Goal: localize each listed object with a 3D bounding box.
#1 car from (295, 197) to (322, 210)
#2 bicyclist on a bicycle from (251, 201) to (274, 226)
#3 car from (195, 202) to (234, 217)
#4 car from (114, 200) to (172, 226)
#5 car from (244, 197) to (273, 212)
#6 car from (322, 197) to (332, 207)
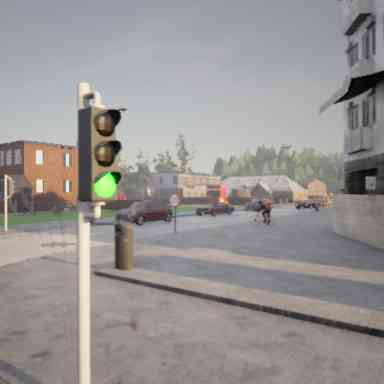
[{"bbox_3d":[15.211,1.669,43.854,1.895,1.301,4.718,0,0,36],"label":"car"},{"bbox_3d":[4.566,1.394,21.583,1.656,1.620,0.582,-1,0,35],"label":"bicyclist on a bicycle"},{"bbox_3d":[2.281,1.690,32.848,1.895,1.301,4.718,0,0,35],"label":"car"},{"bbox_3d":[-3.546,1.440,24.666,2.097,1.767,4.553,0,0,36],"label":"car"},{"bbox_3d":[8.241,1.441,41.190,2.097,1.767,4.553,0,0,36],"label":"car"},{"bbox_3d":[20.905,1.547,51.934,1.882,1.535,5.008,0,0,35],"label":"car"}]
